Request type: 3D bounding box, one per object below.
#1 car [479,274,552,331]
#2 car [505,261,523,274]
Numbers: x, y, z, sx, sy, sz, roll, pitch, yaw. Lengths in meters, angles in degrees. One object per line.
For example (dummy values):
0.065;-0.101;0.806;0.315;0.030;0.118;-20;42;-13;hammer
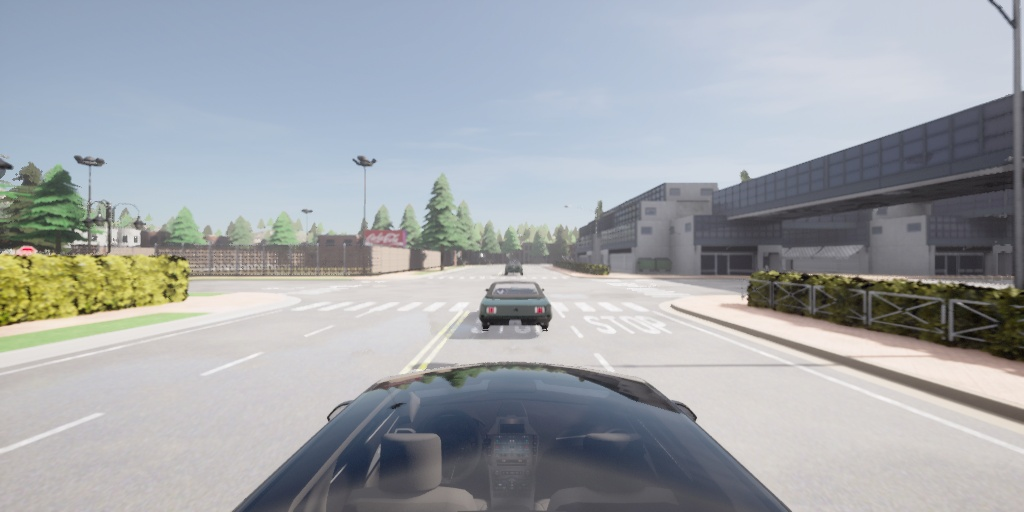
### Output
0.091;1.407;11.237;1.895;1.301;4.718;0;0;0;car
0.245;1.342;42.851;2.097;1.767;4.553;0;0;0;car
